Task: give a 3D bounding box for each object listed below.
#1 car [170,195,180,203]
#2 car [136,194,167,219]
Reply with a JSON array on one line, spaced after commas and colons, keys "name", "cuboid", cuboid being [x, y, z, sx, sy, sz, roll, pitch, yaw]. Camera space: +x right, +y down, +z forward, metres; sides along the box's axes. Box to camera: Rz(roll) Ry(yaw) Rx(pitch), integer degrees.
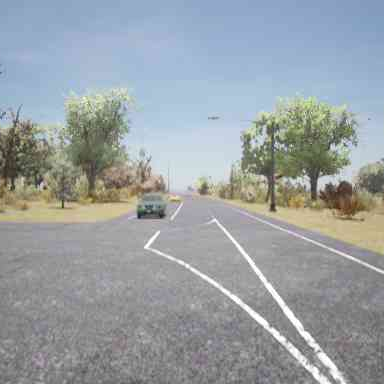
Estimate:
[{"name": "car", "cuboid": [-3.491, 1.354, 68.889, 1.882, 1.535, 5.008, 0, 0, 3]}, {"name": "car", "cuboid": [-3.405, 1.167, 28.971, 2.150, 2.045, 5.566, 0, 0, 0]}]
